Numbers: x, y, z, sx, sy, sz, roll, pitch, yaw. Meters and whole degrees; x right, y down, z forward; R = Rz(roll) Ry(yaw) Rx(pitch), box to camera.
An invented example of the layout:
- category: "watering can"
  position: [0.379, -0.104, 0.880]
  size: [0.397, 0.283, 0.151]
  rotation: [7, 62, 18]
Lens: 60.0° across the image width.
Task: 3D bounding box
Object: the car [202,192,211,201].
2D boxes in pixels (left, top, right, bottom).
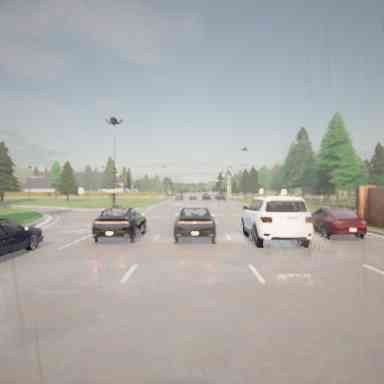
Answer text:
- category: "car"
  position: [3.717, 1.417, 83.106]
  size: [1.837, 1.490, 4.892]
  rotation: [0, 0, 0]

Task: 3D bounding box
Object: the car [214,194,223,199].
- category: "car"
  position: [7.240, 1.285, 91.953]
  size: [2.033, 1.411, 5.357]
  rotation: [0, 0, 0]

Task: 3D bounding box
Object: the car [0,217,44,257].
- category: "car"
  position: [-6.905, 1.538, 10.996]
  size: [2.033, 1.411, 5.357]
  rotation: [0, 0, 0]

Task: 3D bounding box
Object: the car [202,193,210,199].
- category: "car"
  position: [3.740, 1.101, 91.948]
  size: [2.097, 1.767, 4.553]
  rotation: [0, 0, 0]

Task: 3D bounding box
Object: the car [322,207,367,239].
- category: "car"
  position: [7.137, 1.510, 17.022]
  size: [1.812, 1.442, 4.674]
  rotation: [0, 0, 0]

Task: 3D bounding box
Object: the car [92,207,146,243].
- category: "car"
  position: [-3.367, 1.477, 16.056]
  size: [2.128, 1.511, 4.902]
  rotation: [0, 0, 0]

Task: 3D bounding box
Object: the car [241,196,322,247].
- category: "car"
  position: [3.631, 1.208, 15.070]
  size: [2.150, 2.045, 5.566]
  rotation: [0, 0, 0]

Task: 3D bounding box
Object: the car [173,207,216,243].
- category: "car"
  position: [0.133, 1.477, 16.053]
  size: [2.128, 1.511, 4.902]
  rotation: [0, 0, 0]

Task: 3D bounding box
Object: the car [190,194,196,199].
- category: "car"
  position: [0.241, 1.270, 91.975]
  size: [1.812, 1.442, 4.674]
  rotation: [0, 0, 0]

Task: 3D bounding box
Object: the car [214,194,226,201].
- category: "car"
  position: [7.215, 1.426, 82.231]
  size: [1.837, 1.490, 4.892]
  rotation: [0, 0, 0]

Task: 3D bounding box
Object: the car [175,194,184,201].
- category: "car"
  position: [-3.285, 1.455, 82.313]
  size: [2.033, 1.411, 5.357]
  rotation: [0, 0, 0]

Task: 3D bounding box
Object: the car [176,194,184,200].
- category: "car"
  position: [-3.259, 1.271, 91.988]
  size: [2.128, 1.511, 4.902]
  rotation: [0, 0, 0]

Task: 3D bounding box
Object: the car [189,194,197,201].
- category: "car"
  position: [0.216, 1.466, 82.652]
  size: [2.033, 1.411, 5.357]
  rotation: [0, 0, 0]
